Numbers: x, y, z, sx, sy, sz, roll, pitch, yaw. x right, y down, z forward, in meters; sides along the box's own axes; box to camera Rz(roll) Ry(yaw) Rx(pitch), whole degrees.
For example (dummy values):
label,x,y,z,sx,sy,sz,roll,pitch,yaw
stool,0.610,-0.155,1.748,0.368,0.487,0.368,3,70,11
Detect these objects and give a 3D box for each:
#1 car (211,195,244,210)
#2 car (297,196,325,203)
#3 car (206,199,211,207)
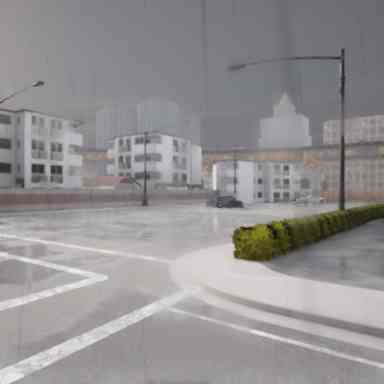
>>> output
label,x,y,z,sx,sy,sz,roll,pitch,yaw
car,4.874,1.496,42.796,1.994,1.385,4.181,0,0,43
car,18.492,1.193,51.647,4.674,1.442,1.812,0,0,-18
car,4.087,1.274,46.909,4.553,1.767,2.097,0,0,-42
